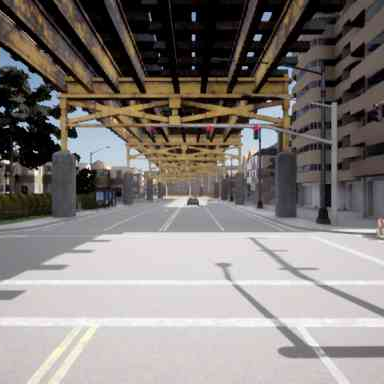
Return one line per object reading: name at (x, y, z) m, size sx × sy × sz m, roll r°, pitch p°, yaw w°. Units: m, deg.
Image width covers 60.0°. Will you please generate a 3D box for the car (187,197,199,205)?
car at (0.178, 1.549, 56.250) m, size 1.994 × 1.385 × 4.181 m, roll 0°, pitch 0°, yaw 0°
